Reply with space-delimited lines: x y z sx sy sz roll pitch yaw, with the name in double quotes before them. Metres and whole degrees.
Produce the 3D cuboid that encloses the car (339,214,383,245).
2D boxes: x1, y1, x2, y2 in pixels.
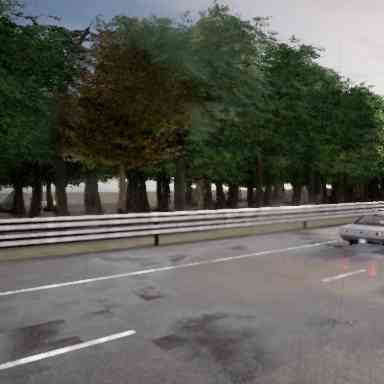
"car" 8.312 1.563 13.975 4.718 1.301 1.895 0 0 -36
